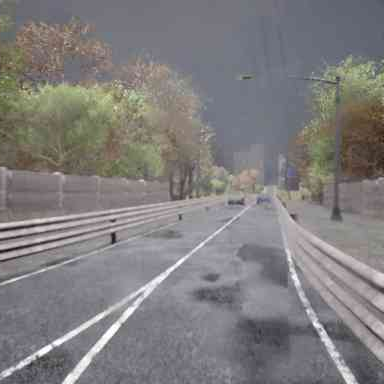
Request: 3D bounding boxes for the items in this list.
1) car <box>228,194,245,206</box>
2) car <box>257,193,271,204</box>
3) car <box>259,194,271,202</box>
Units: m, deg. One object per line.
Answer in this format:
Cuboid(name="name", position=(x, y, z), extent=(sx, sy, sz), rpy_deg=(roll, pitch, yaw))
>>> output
Cuboid(name="car", position=(5.873, 1.027, 43.591), extent=(1.882, 1.535, 5.008), rpy_deg=(1, 0, 14))
Cuboid(name="car", position=(11.022, 0.899, 50.840), extent=(2.097, 1.767, 4.553), rpy_deg=(1, 0, 13))
Cuboid(name="car", position=(13.336, 1.105, 60.559), extent=(1.994, 1.385, 4.181), rpy_deg=(1, 0, 13))
